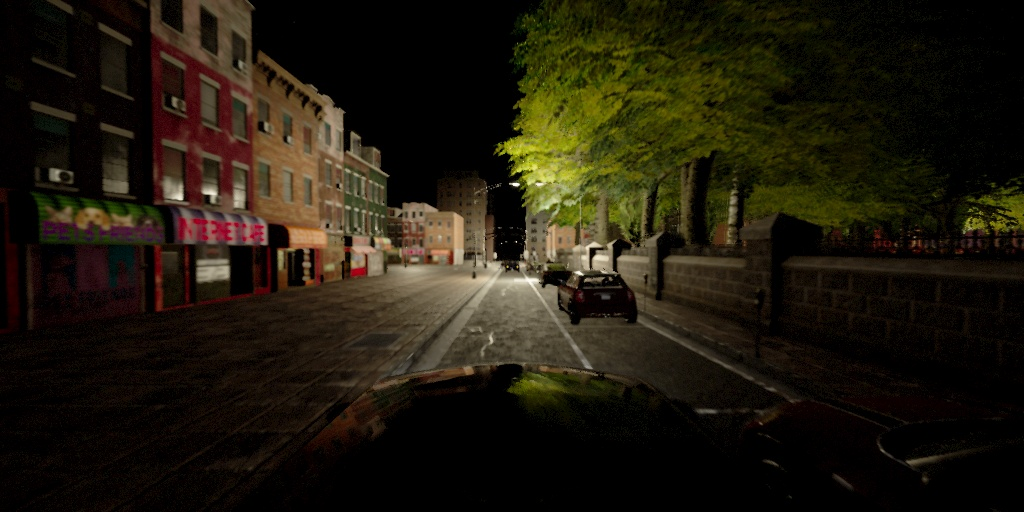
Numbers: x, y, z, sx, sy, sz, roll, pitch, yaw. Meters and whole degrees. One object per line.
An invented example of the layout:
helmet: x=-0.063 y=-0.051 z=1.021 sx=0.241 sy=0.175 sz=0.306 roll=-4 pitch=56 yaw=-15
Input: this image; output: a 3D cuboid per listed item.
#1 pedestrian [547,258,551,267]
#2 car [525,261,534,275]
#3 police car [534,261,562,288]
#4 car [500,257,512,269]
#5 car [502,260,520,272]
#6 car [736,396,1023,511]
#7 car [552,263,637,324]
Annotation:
pedestrian: x=2.754 y=1.035 z=26.744 sx=0.375 sy=1.860 sz=0.375 roll=-1 pitch=1 yaw=0
car: x=2.642 y=1.307 z=39.199 sx=2.007 sy=1.370 sz=4.403 roll=0 pitch=0 yaw=0
police car: x=2.753 y=1.165 z=23.753 sx=1.930 sy=1.638 sz=5.238 roll=0 pitch=0 yaw=0
car: x=-0.395 y=1.338 z=57.063 sx=1.837 sy=1.490 sz=4.892 roll=0 pitch=-1 yaw=-22
car: x=0.079 y=1.370 z=45.977 sx=1.895 sy=1.301 sz=4.718 roll=0 pitch=0 yaw=0
car: x=2.637 y=1.191 z=1.050 sx=1.967 sy=1.591 sz=4.097 roll=0 pitch=0 yaw=0
car: x=2.638 y=1.180 z=11.949 sx=1.967 sy=1.591 sz=4.097 roll=0 pitch=0 yaw=0
